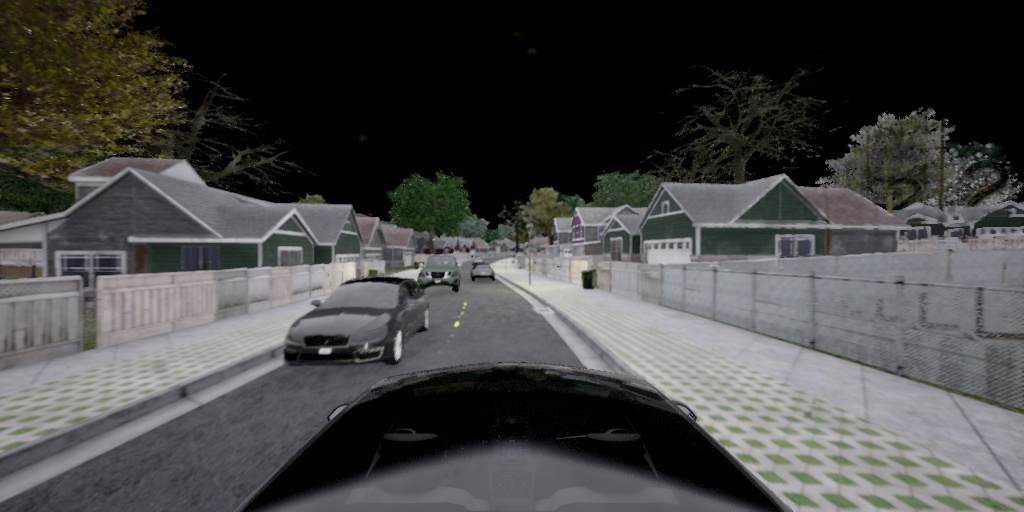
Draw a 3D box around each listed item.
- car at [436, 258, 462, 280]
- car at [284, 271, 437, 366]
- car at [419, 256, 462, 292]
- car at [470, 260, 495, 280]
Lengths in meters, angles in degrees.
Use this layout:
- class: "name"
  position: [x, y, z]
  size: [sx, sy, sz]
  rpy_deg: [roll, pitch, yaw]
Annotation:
- class: "car"
  position: [-5.527, 1.094, 31.967]
  size: [2.097, 1.767, 4.553]
  rpy_deg: [0, 0, -8]
- class: "car"
  position: [-3.088, 1.258, 8.119]
  size: [1.837, 1.490, 4.892]
  rpy_deg: [0, 0, -3]
- class: "car"
  position: [-4.190, 0.989, 21.409]
  size: [2.150, 2.045, 5.566]
  rpy_deg: [0, -1, -7]
- class: "car"
  position: [-2.553, 1.315, 30.795]
  size: [1.994, 1.385, 4.181]
  rpy_deg: [0, 0, -7]
